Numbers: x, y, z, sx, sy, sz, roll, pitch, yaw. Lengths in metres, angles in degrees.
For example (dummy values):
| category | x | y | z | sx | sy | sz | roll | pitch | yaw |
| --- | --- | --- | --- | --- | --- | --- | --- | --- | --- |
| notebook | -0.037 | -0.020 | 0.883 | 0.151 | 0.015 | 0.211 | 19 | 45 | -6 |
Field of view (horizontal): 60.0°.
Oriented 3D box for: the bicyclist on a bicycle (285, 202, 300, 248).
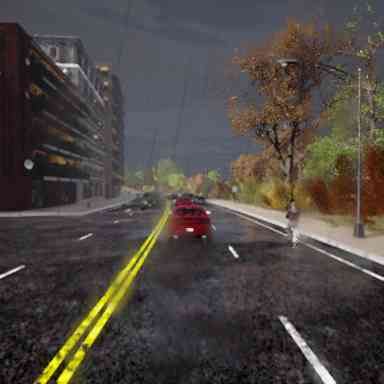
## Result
| category | x | y | z | sx | sy | sz | roll | pitch | yaw |
| --- | --- | --- | --- | --- | --- | --- | --- | --- | --- |
| bicyclist on a bicycle | 3.972 | 1.281 | 13.277 | 0.659 | 1.776 | 1.843 | 0 | 1 | -1 |

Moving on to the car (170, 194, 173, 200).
| category | x | y | z | sx | sy | sz | roll | pitch | yaw |
| --- | --- | --- | --- | --- | --- | --- | --- | --- | --- |
| car | -3.734 | 1.056 | 70.472 | 2.033 | 1.411 | 5.357 | 0 | 0 | -6 |

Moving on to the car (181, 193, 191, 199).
| category | x | y | z | sx | sy | sz | roll | pitch | yaw |
| --- | --- | --- | --- | --- | --- | --- | --- | --- | --- |
| car | -1.553 | 0.940 | 80.267 | 1.837 | 1.490 | 4.892 | 0 | 0 | -7 |

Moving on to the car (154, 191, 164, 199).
| category | x | y | z | sx | sy | sz | roll | pitch | yaw |
| --- | --- | --- | --- | --- | --- | --- | --- | --- | --- |
| car | -7.113 | 0.631 | 71.527 | 2.097 | 1.767 | 4.553 | 0 | 0 | -6 |

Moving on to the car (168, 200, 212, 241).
| category | x | y | z | sx | sy | sz | roll | pitch | yaw |
| --- | --- | --- | --- | --- | --- | --- | --- | --- | --- |
| car | -0.136 | 1.373 | 15.976 | 1.882 | 1.535 | 5.008 | 0 | 0 | -1 |

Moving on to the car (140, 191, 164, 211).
| category | x | y | z | sx | sy | sz | roll | pitch | yaw |
| --- | --- | --- | --- | --- | --- | --- | --- | --- | --- |
| car | -4.405 | 0.981 | 36.545 | 2.150 | 2.045 | 5.566 | 0 | 0 | -3 |

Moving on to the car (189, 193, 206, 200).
| category | x | y | z | sx | sy | sz | roll | pitch | yaw |
| --- | --- | --- | --- | --- | --- | --- | --- | --- | --- |
| car | 1.096 | 1.121 | 54.337 | 2.128 | 1.511 | 4.902 | 0 | 0 | -4 |

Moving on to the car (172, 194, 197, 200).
| category | x | y | z | sx | sy | sz | roll | pitch | yaw |
| --- | --- | --- | --- | --- | --- | --- | --- | --- | --- |
| car | -0.858 | 1.248 | 34.620 | 1.882 | 1.535 | 5.008 | 0 | 0 | -3 |

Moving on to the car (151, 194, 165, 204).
| category | x | y | z | sx | sy | sz | roll | pitch | yaw |
| --- | --- | --- | --- | --- | --- | --- | --- | --- | --- |
| car | -5.692 | 1.117 | 55.776 | 2.128 | 1.511 | 4.902 | 0 | 0 | -4 |
